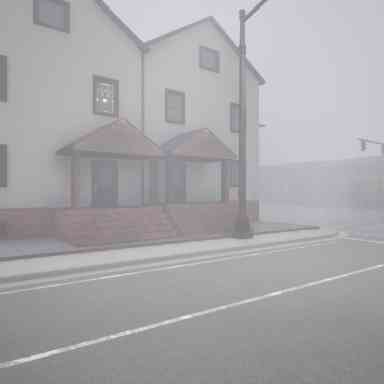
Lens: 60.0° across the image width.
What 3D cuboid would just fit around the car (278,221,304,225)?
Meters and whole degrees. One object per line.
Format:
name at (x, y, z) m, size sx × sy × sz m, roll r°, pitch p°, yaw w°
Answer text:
car at (8.463, 3.534, 31.465) m, size 1.837 × 1.490 × 4.892 m, roll -1°, pitch -13°, yaw -36°
